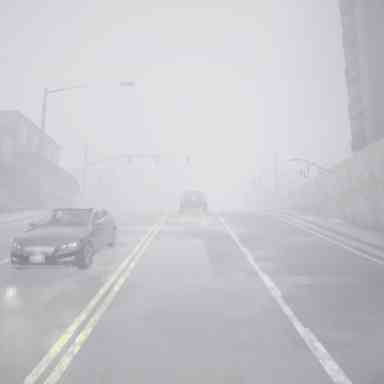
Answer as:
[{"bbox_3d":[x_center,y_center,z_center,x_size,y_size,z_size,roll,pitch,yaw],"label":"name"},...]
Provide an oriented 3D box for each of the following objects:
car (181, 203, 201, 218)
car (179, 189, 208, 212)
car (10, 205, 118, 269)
[{"bbox_3d":[-0.159,2.190,39.039,1.895,1.301,4.718,1,-9,-5],"label":"car"},{"bbox_3d":[0.112,0.678,26.312,2.097,1.767,4.553,0,-2,0],"label":"car"},{"bbox_3d":[-3.593,1.204,10.172,2.128,1.511,4.902,0,2,0],"label":"car"}]
